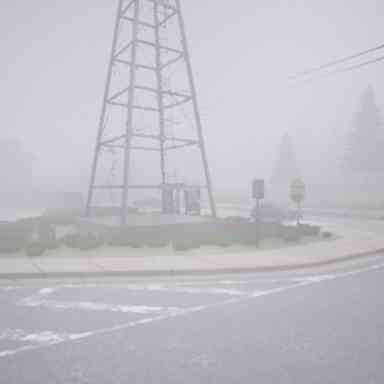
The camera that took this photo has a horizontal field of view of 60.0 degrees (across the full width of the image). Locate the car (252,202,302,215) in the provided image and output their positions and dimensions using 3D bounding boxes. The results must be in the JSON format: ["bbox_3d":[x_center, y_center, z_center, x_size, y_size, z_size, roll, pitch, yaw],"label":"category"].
[{"bbox_3d":[6.616,1.526,26.350,1.994,1.385,4.181,0,0,-34],"label":"car"}]

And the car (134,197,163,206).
[{"bbox_3d":[-6.105,1.435,48.032,5.008,1.535,1.882,0,0,21],"label":"car"}]
